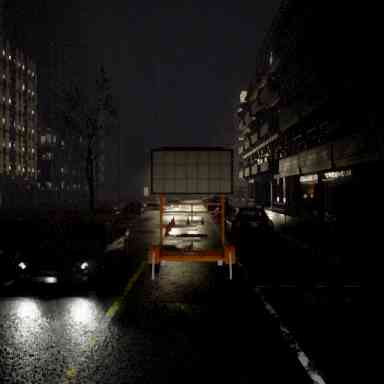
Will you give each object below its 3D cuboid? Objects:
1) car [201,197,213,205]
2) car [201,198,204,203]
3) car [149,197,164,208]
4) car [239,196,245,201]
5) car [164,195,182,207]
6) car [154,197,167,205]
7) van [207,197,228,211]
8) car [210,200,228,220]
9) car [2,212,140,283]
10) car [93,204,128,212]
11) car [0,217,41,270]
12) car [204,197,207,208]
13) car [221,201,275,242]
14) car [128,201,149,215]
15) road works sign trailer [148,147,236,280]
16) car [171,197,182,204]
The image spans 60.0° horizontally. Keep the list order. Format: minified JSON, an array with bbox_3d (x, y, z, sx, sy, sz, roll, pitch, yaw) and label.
[{"bbox_3d":[2.695,1.592,60.523,2.008,1.369,4.403,0,0,0],"label":"car"},{"bbox_3d":[2.694,1.579,49.457,2.008,1.369,4.403,0,0,0],"label":"car"},{"bbox_3d":[-5.686,1.554,49.289,1.752,1.417,4.829,0,0,0],"label":"car"},{"bbox_3d":[13.434,1.411,79.928,4.403,1.369,2.008,-1,1,-1],"label":"car"},{"bbox_3d":[-2.995,1.640,52.646,1.895,1.301,4.718,0,0,0],"label":"car"},{"bbox_3d":[-5.685,1.586,60.524,1.887,1.381,4.507,0,0,0],"label":"car"},{"bbox_3d":[2.692,1.355,32.859,1.690,1.788,3.998,0,0,0],"label":"van"},{"bbox_3d":[2.692,1.592,27.327,1.802,1.307,4.206,0,0,0],"label":"car"},{"bbox_3d":[-3.099,1.549,9.963,2.033,1.411,5.357,0,0,0],"label":"car"},{"bbox_3d":[-5.689,1.531,21.625,1.752,1.417,4.829,0,0,0],"label":"car"},{"bbox_3d":[-5.690,1.546,10.730,1.887,1.381,4.507,0,0,0],"label":"car"},{"bbox_3d":[2.693,1.459,38.392,1.967,1.590,4.097,0,0,0],"label":"car"},{"bbox_3d":[2.691,1.444,16.261,1.967,1.590,4.097,0,0,0],"label":"car"},{"bbox_3d":[-5.688,1.596,32.861,1.802,1.307,4.206,0,0,0],"label":"car"},{"bbox_3d":[0.000,0.466,9.931,2.380,3.560,2.880,0,0,0],"label":"road works sign trailer"},{"bbox_3d":[-2.994,1.672,64.902,1.895,1.301,4.718,0,0,0],"label":"car"}]
